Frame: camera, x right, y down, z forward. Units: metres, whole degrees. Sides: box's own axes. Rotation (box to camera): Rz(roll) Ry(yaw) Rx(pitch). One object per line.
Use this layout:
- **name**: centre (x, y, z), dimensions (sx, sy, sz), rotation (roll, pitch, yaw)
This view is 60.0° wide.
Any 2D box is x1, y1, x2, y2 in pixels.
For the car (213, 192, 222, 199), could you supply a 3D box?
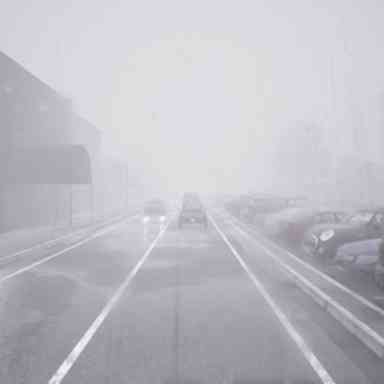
- **car**: centre (5.926, 1.142, 47.964), dimensions (4.792, 1.488, 2.163), rotation (0, 1, 0)

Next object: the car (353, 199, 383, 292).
- **car**: centre (6.111, 1.220, 5.560), dimensions (5.566, 2.045, 2.435), rotation (0, 0, 0)

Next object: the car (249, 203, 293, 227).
- **car**: centre (6.024, 1.545, 19.696), dimensions (4.674, 1.452, 2.002), rotation (0, 0, 0)

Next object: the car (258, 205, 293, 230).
- **car**: centre (6.031, 1.542, 16.861), dimensions (4.674, 1.452, 2.002), rotation (0, 0, 0)

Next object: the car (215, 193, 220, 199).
- **car**: centre (5.912, 1.194, 45.138), dimensions (4.674, 1.452, 2.002), rotation (0, 1, 0)

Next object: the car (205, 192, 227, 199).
- **car**: centre (5.533, 0.854, 76.721), dimensions (4.792, 1.488, 2.163), rotation (0, 1, 0)

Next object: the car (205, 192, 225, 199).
- **car**: centre (5.487, 0.818, 79.503), dimensions (4.674, 1.452, 2.002), rotation (0, 1, 0)

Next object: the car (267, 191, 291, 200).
- **car**: centre (18.592, 0.792, 71.239), dimensions (4.553, 1.767, 2.185), rotation (0, 1, 0)

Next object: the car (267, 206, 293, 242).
- **car**: centre (6.040, 1.495, 14.036), dimensions (5.008, 1.535, 2.097), rotation (0, 0, 0)

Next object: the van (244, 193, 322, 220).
- **van**: centre (6.125, 1.260, 22.652), dimensions (4.442, 1.987, 1.878), rotation (0, 1, 0)

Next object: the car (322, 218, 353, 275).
- **car**: centre (6.073, 1.519, 8.384), dimensions (4.674, 1.452, 2.002), rotation (0, 0, 0)

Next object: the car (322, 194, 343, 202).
- **car**: centre (18.507, 1.236, 39.703), dimensions (5.008, 1.535, 2.097), rotation (0, 1, 0)

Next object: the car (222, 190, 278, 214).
- **car**: centre (5.943, 1.114, 31.006), dimensions (5.566, 2.045, 2.435), rotation (0, 1, 0)

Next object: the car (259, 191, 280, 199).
- **car**: centre (18.595, 0.650, 79.719), dimensions (4.553, 1.767, 2.185), rotation (0, 1, 0)

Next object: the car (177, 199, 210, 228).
- **car**: centre (0.039, 1.464, 22.251), dimensions (2.128, 1.511, 4.902), rotation (0, 0, 0)

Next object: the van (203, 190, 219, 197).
- **van**: centre (5.270, 0.318, 93.412), dimensions (4.442, 1.987, 1.878), rotation (0, 1, 0)

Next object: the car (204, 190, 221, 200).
- **car**: centre (5.558, 0.956, 71.297), dimensions (4.674, 1.452, 2.002), rotation (1, 1, 0)

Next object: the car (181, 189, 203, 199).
- **car**: centre (-0.088, 1.023, 40.632), dimensions (2.150, 2.045, 5.566), rotation (0, 1, -1)

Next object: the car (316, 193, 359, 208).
- **car**: centre (18.470, 1.070, 42.400), dimensions (4.553, 1.767, 2.185), rotation (0, 1, 0)

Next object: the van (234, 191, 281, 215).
- **van**: centre (6.101, 1.181, 28.182), dimensions (4.442, 1.987, 1.878), rotation (0, 1, 0)

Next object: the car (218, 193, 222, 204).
- **car**: centre (6.120, 1.235, 39.487), dimensions (5.366, 1.575, 1.946), rotation (0, 1, 0)

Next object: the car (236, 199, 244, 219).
- **car**: centre (5.999, 1.489, 25.361), dimensions (4.674, 1.452, 2.002), rotation (0, 1, 0)

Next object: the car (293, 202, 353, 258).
- **car**: centre (6.090, 1.361, 11.211), dimensions (4.553, 1.767, 2.185), rotation (0, 0, 0)

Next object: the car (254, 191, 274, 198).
- **car**: centre (18.494, 0.558, 85.162), dimensions (4.553, 1.767, 2.185), rotation (0, 1, 0)

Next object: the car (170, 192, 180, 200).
- **car**: centre (-3.762, 0.825, 72.543), dimensions (2.128, 1.511, 4.902), rotation (0, 1, -1)

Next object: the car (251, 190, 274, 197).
- **car**: centre (18.533, 0.384, 88.070), dimensions (5.566, 2.045, 2.435), rotation (0, 1, 0)

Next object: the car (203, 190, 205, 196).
- **car**: centre (5.338, 0.868, 73.936), dimensions (5.366, 1.575, 1.946), rotation (0, 1, 0)

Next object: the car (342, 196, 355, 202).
- **car**: centre (18.543, 1.323, 33.932), dimensions (4.892, 1.521, 2.231), rotation (0, 1, 0)

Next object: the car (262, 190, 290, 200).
- **car**: centre (18.632, 0.620, 74.022), dimensions (5.566, 2.045, 2.435), rotation (0, 1, 0)

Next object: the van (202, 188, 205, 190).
- **van**: centre (5.309, 0.409, 87.971), dimensions (4.442, 1.987, 1.878), rotation (0, 1, 0)

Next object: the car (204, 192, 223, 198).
- **car**: centre (5.439, 0.685, 85.068), dimensions (4.892, 1.521, 2.231), rotation (0, 1, 0)

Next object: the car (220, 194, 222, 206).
- **car**: centre (5.942, 1.280, 36.660), dimensions (5.008, 1.535, 2.097), rotation (0, 1, 0)

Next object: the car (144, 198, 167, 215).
- **car**: centre (-3.467, 1.401, 32.004), dimensions (1.837, 1.490, 4.892), rotation (0, 0, 0)
